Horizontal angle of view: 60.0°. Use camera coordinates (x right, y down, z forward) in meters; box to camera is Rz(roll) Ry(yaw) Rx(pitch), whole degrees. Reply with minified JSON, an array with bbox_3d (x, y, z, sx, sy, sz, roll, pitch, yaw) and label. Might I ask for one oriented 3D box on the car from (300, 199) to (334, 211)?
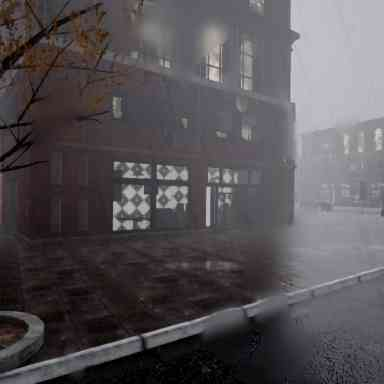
[{"bbox_3d":[15.561,1.617,41.686,2.008,1.369,4.403,1,-1,-28],"label":"car"}]
